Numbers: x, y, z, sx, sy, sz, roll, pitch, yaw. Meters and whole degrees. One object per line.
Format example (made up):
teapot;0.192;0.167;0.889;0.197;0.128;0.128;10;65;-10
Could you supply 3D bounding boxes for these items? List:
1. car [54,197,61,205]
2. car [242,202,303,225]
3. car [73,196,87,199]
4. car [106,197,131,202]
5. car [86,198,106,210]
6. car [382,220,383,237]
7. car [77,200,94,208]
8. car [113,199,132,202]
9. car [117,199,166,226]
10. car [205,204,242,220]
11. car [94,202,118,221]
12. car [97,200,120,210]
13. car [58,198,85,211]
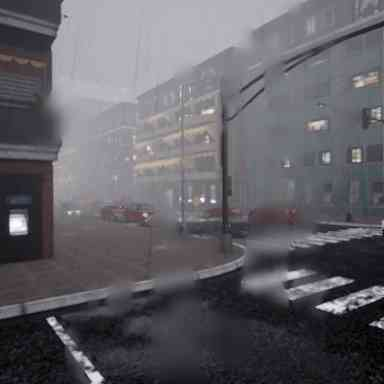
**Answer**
car;-32.305;2.159;79.132;2.192;1.841;5.009;-1;0;-35
car;6.039;1.466;24.695;1.967;1.590;4.097;-1;0;-35
car;-19.087;1.760;55.924;2.150;2.045;5.566;-1;0;-35
car;-9.944;1.684;47.374;2.192;1.841;5.009;-1;0;-35
car;-13.290;1.941;47.785;1.812;1.442;4.674;-1;0;-35
car;9.300;1.131;12.230;2.150;2.045;5.566;0;0;4
car;-19.521;2.155;60.985;1.802;1.307;4.206;-1;0;-35
car;-5.304;1.706;31.404;2.128;1.511;4.902;-1;0;-35
car;-3.593;1.593;24.672;1.967;1.590;4.097;-1;0;-35
car;2.844;1.677;29.230;1.802;1.307;4.206;-1;0;-35
car;-6.784;1.804;29.209;1.802;1.307;4.206;-1;0;-35
car;-13.132;1.988;51.911;2.008;1.369;4.403;-1;0;-35
car;-18.054;2.054;49.677;1.994;1.385;4.181;-1;0;-35
